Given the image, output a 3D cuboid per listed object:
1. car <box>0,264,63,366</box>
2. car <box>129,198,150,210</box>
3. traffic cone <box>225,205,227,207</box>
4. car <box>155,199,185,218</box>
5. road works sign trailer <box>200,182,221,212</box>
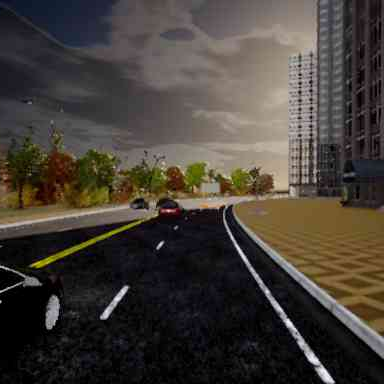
[{"bbox_3d":[-3.125,1.502,3.789,1.837,1.490,4.892,0,0,1],"label":"car"},{"bbox_3d":[-7.039,1.574,45.151,1.812,1.442,4.674,0,0,7],"label":"car"},{"bbox_3d":[5.412,2.066,52.815,0.340,0.580,0.340,0,0,7],"label":"traffic cone"},{"bbox_3d":[-1.826,1.609,30.810,1.994,1.385,4.181,0,0,5],"label":"car"},{"bbox_3d":[2.195,0.541,40.120,2.380,3.560,2.880,0,0,7],"label":"road works sign trailer"}]
